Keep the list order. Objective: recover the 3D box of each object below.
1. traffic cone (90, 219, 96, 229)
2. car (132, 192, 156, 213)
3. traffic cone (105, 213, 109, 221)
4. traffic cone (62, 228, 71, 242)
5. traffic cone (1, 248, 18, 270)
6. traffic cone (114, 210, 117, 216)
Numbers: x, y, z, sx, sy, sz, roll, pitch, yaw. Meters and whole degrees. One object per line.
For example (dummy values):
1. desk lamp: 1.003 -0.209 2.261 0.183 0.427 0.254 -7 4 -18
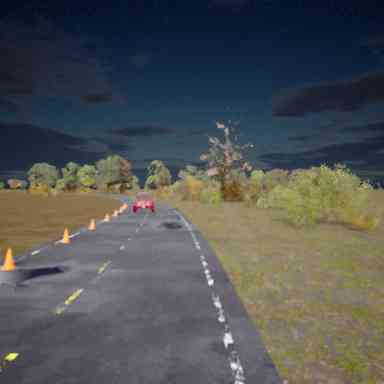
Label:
1. traffic cone: -5.840 1.874 19.536 0.340 0.580 0.340 0 0 -4
2. car: -4.943 1.065 34.558 2.150 2.045 5.566 0 0 -7
3. traffic cone: -6.244 1.851 24.473 0.340 0.580 0.340 0 0 -5
4. traffic cone: -5.523 1.897 14.594 0.340 0.580 0.340 0 0 -3
5. traffic cone: -5.293 1.919 9.646 0.340 0.580 0.340 0 0 -2
6. traffic cone: -6.732 1.828 29.401 0.340 0.580 0.340 0 0 -6
